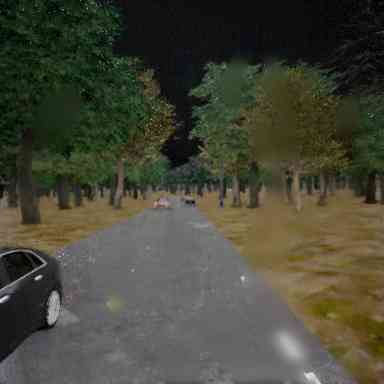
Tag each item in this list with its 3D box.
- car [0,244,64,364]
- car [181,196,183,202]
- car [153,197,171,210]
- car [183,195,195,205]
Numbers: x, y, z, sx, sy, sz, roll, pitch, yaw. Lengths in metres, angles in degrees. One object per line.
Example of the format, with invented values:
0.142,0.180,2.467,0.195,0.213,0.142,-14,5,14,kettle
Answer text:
-3.173,1.527,4.110,1.837,1.490,4.892,0,0,-1,car
-1.670,1.641,81.724,1.812,1.442,4.674,0,0,-1,car
-4.073,1.521,45.648,2.097,1.767,4.553,0,0,-1,car
-0.344,1.718,63.809,1.882,1.535,5.008,0,0,-1,car
